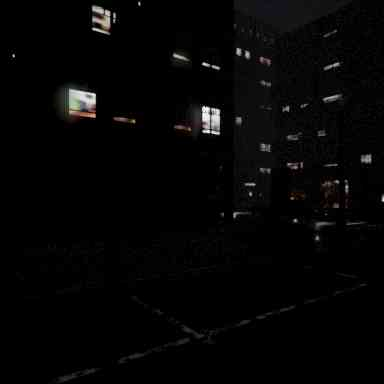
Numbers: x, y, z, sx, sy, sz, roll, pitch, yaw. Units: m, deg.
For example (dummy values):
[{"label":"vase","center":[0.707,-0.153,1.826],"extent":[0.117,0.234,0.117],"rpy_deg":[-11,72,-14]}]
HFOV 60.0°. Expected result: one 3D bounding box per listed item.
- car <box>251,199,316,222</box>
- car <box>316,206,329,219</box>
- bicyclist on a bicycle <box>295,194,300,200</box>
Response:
[{"label":"car","center":[6.254,1.342,24.195],"extent":[2.008,1.369,4.403],"rpy_deg":[1,0,-36]},{"label":"car","center":[8.271,1.317,25.839],"extent":[1.812,1.442,4.674],"rpy_deg":[0,1,-37]},{"label":"bicyclist on a bicycle","center":[11.503,1.011,36.215],"extent":[1.656,1.620,0.582],"rpy_deg":[0,1,-36]}]
